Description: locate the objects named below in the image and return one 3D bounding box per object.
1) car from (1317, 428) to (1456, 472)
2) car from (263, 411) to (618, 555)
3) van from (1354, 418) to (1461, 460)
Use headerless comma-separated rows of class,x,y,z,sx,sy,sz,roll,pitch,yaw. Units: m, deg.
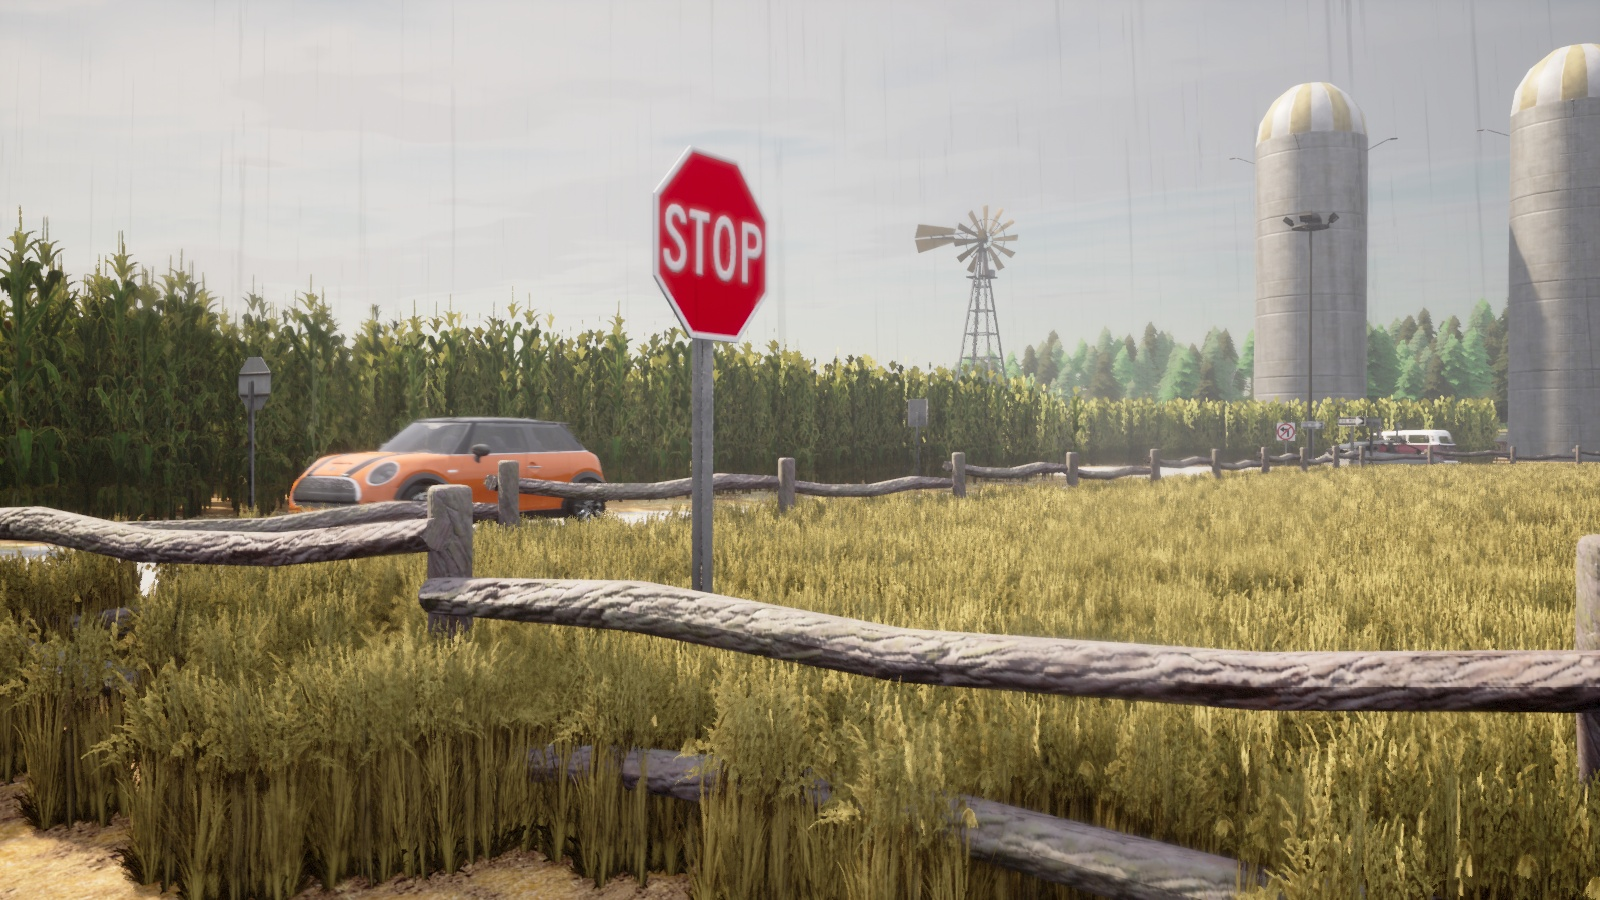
car,21.938,-0.028,47.004,4.514,1.525,2.007,-1,1,-18
car,-4.931,0.396,17.873,2.097,1.767,4.553,-1,0,34
van,30.858,-0.549,63.900,2.069,2.038,4.480,0,0,-32
